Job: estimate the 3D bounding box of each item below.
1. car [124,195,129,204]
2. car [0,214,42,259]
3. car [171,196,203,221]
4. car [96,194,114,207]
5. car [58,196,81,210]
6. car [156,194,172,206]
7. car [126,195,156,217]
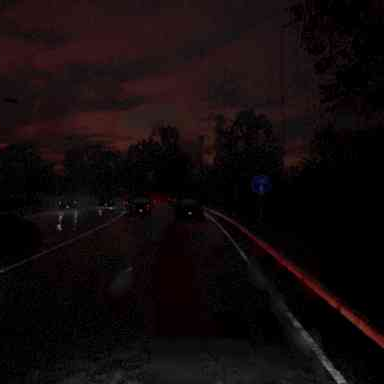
[{"bbox_3d":[-7.394,0.982,41.892,1.895,1.301,4.718,0,1,-19],"label":"car"},{"bbox_3d":[-7.020,1.472,11.613,1.994,1.385,4.181,0,1,1],"label":"car"},{"bbox_3d":[-0.317,1.193,24.033,1.882,1.535,5.008,0,1,-4],"label":"car"},{"bbox_3d":[-10.275,0.958,39.142,2.033,1.411,5.357,0,1,-18],"label":"car"},{"bbox_3d":[-12.577,1.089,34.369,1.895,1.301,4.718,0,1,-14],"label":"car"},{"bbox_3d":[-3.325,0.971,40.791,2.033,1.411,5.357,0,1,-17],"label":"car"},{"bbox_3d":[-4.088,1.183,26.995,1.812,1.442,4.674,0,0,-7],"label":"car"}]
